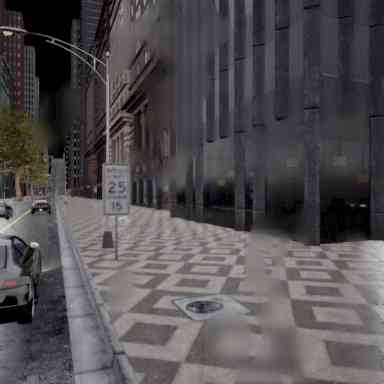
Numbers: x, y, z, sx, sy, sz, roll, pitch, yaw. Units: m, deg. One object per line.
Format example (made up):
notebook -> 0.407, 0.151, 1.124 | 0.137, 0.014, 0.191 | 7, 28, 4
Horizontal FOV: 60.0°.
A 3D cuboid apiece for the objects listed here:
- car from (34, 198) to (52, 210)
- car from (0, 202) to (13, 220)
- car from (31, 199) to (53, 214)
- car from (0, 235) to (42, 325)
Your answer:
car -> -20.123, 1.597, 45.195 | 2.033, 1.411, 5.357 | 0, 0, -22
car -> -16.361, 1.585, 28.079 | 1.994, 1.385, 4.181 | 0, 0, -22
car -> -16.084, 1.535, 35.598 | 1.837, 1.490, 4.892 | 0, 0, -22
car -> -4.169, 1.569, 6.740 | 1.994, 1.385, 4.181 | 0, 0, -23
